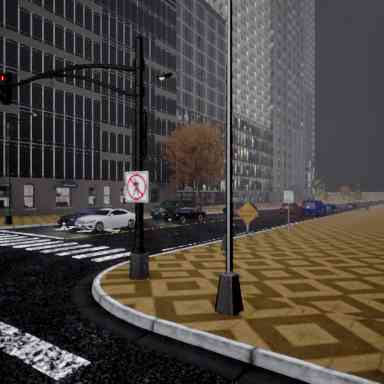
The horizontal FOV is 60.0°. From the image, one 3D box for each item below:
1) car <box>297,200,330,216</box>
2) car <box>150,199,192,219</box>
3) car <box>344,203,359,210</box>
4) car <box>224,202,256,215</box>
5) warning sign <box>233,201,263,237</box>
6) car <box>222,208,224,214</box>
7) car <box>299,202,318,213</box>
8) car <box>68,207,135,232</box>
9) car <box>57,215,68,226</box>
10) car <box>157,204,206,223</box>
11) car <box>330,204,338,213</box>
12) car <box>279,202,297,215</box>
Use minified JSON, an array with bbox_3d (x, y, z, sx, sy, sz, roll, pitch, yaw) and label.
[{"bbox_3d":[16.168,2.066,43.994,2.150,2.045,5.566,0,-1,35],"label":"car"},{"bbox_3d":[-1.930,1.729,34.192,2.150,2.045,5.566,0,-1,33],"label":"car"},{"bbox_3d":[31.516,2.837,65.715,1.812,1.442,4.674,0,-1,33],"label":"car"},{"bbox_3d":[6.192,2.044,40.754,2.097,1.767,4.553,0,-1,33],"label":"car"},{"bbox_3d":[3.115,1.454,18.570,1.300,1.860,1.060,1,1,33],"label":"warning sign"},{"bbox_3d":[5.978,2.371,46.393,1.895,1.301,4.718,0,-1,33],"label":"car"},{"bbox_3d":[19.194,2.507,54.728,1.882,1.535,5.008,0,-1,33],"label":"car"},{"bbox_3d":[-5.649,1.827,22.484,1.812,1.442,4.674,0,-1,33],"label":"car"},{"bbox_3d":[-7.525,1.873,25.536,2.033,1.411,5.357,0,-1,33],"label":"car"},{"bbox_3d":[-0.694,2.066,30.121,1.895,1.301,4.718,0,-1,33],"label":"car"},{"bbox_3d":[21.923,2.558,52.964,1.812,1.442,4.674,0,-1,33],"label":"car"},{"bbox_3d":[13.848,2.206,46.362,2.097,1.767,4.553,0,-1,33],"label":"car"}]
